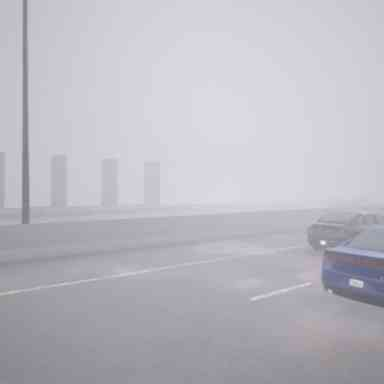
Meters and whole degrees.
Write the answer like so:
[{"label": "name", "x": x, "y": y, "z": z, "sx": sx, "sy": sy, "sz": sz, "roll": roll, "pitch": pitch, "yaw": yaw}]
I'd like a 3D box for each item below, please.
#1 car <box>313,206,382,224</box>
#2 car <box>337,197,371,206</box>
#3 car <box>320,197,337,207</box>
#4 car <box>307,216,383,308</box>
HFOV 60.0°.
[{"label": "car", "x": 6.435, "y": 1.476, "z": 12.839, "sx": 4.892, "sy": 1.490, "sz": 1.837, "roll": 0, "pitch": 0, "yaw": -37}, {"label": "car", "x": 23.616, "y": 1.439, "z": 47.724, "sx": 5.357, "sy": 1.411, "sz": 2.033, "roll": 0, "pitch": 0, "yaw": -36}, {"label": "car", "x": 21.328, "y": 1.419, "z": 50.384, "sx": 4.674, "sy": 1.442, "sz": 1.812, "roll": 0, "pitch": 0, "yaw": -36}, {"label": "car", "x": 4.904, "y": 1.459, "z": 7.351, "sx": 5.008, "sy": 1.535, "sz": 1.882, "roll": 0, "pitch": 0, "yaw": -36}]
